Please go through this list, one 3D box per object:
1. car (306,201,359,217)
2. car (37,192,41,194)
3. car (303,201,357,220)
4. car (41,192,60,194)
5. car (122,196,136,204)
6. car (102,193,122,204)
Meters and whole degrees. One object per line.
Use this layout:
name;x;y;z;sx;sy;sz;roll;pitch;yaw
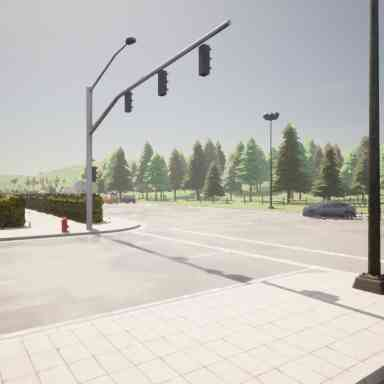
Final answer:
car;13.020;1.564;30.969;4.181;1.385;1.994;0;1;9
car;-29.754;1.058;65.879;2.150;2.045;5.566;0;0;-35
car;11.521;1.564;28.057;4.181;1.385;1.994;0;0;15
car;-24.085;1.221;57.637;2.150;2.045;5.566;0;0;-35
car;-12.769;1.505;65.889;1.837;1.490;4.892;0;0;-35
car;-15.849;1.478;64.368;1.882;1.535;5.008;0;0;-35
